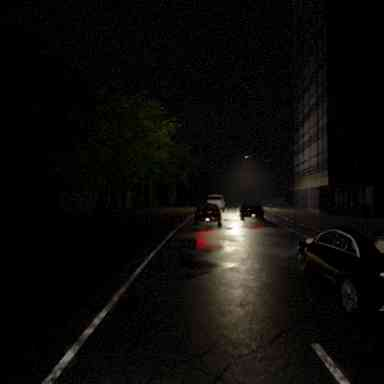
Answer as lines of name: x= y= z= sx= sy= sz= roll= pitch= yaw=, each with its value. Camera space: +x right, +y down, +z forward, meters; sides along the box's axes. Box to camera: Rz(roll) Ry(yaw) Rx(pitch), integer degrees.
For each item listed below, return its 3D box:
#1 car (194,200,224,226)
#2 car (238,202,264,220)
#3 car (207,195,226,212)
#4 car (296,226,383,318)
car: x=1.220 y=1.585 z=24.363 sx=1.837 sy=1.490 sz=4.892 roll=0 pitch=-1 yaw=5
car: x=5.122 y=1.616 z=28.892 sx=1.837 sy=1.490 sz=4.892 roll=0 pitch=0 yaw=5
car: x=2.930 y=1.443 z=40.778 sx=2.150 sy=2.045 sz=5.566 roll=0 pitch=-2 yaw=7
car: x=3.780 y=1.506 z=7.392 sx=2.128 sy=1.511 sz=4.902 roll=0 pitch=0 yaw=1
